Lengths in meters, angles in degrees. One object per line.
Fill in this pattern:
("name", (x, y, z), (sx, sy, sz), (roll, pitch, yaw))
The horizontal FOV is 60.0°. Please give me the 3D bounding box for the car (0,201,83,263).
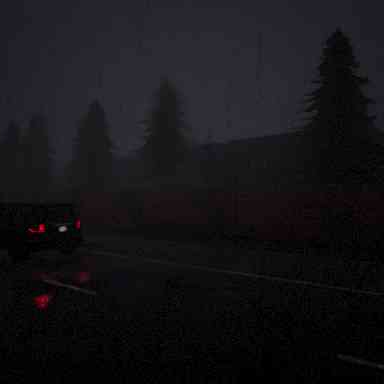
("car", (-6.560, 1.363, 12.852), (5.566, 2.045, 2.150), (0, 0, 36))
